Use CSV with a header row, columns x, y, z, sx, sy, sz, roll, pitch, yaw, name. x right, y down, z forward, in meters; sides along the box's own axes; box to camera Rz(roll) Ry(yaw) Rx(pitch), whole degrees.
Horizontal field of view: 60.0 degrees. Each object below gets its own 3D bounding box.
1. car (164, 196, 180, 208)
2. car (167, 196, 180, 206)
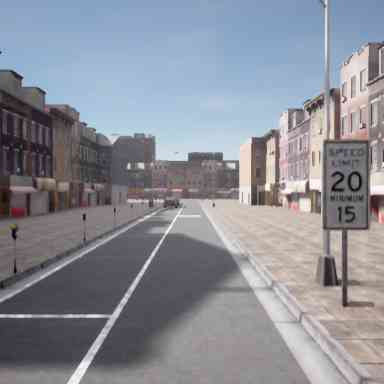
x,y,z,sx,sy,sz,roll,pitch,yaw,name
-3.020,1.501,47.818,1.837,1.490,4.892,0,0,0,car
-3.015,1.486,54.819,1.882,1.535,5.008,0,0,0,car
